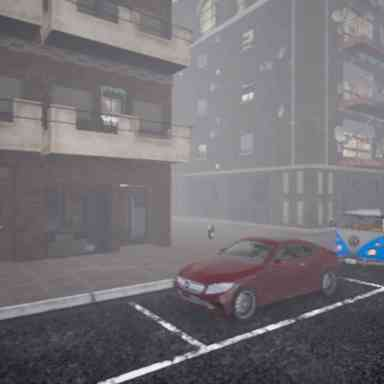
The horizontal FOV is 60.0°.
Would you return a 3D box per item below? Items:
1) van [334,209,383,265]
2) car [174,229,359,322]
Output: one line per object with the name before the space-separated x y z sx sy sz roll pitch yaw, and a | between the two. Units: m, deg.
van | 6.147 1.422 10.506 3.998 1.788 1.690 1 0 -36
car | 1.598 1.622 7.248 4.206 1.307 1.802 1 0 -36
